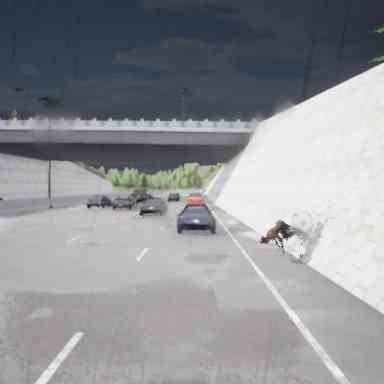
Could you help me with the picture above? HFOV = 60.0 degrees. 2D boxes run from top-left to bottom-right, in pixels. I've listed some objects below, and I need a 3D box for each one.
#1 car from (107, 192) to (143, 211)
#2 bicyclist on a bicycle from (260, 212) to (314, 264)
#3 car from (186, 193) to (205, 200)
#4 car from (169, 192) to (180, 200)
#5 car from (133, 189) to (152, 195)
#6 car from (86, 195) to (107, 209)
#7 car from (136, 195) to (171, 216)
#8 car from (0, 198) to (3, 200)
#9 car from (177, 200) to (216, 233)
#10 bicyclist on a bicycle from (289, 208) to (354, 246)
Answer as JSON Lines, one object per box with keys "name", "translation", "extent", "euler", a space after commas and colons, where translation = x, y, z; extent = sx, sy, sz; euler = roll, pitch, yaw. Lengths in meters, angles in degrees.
{"name": "car", "translation": [-6.755, 1.059, 33.886], "extent": [2.128, 1.511, 4.902], "euler": [0, 1, 0]}
{"name": "bicyclist on a bicycle", "translation": [2.867, 1.361, 9.989], "extent": [1.620, 1.656, 0.582], "euler": [6, -7, -5]}
{"name": "car", "translation": [0.375, 0.897, 37.771], "extent": [2.097, 1.767, 4.553], "euler": [0, 1, 0]}
{"name": "car", "translation": [-2.984, 0.802, 56.408], "extent": [2.128, 1.511, 4.902], "euler": [0, 1, 0]}
{"name": "car", "translation": [-6.671, 0.663, 44.544], "extent": [2.150, 2.045, 5.566], "euler": [0, 1, 0]}
{"name": "car", "translation": [-10.134, 1.067, 36.887], "extent": [2.033, 1.411, 5.357], "euler": [0, 1, 1]}
{"name": "car", "translation": [-3.198, 1.212, 28.237], "extent": [1.994, 1.385, 4.181], "euler": [0, 1, 0]}
{"name": "car", "translation": [-20.819, 1.020, 33.163], "extent": [2.128, 1.511, 4.902], "euler": [0, 0, 1]}
{"name": "car", "translation": [0.224, 1.347, 18.001], "extent": [1.994, 1.385, 4.181], "euler": [0, 1, 0]}
{"name": "bicyclist on a bicycle", "translation": [4.986, 1.405, 12.940], "extent": [1.620, 0.582, 1.656], "euler": [6, -40, -19]}
